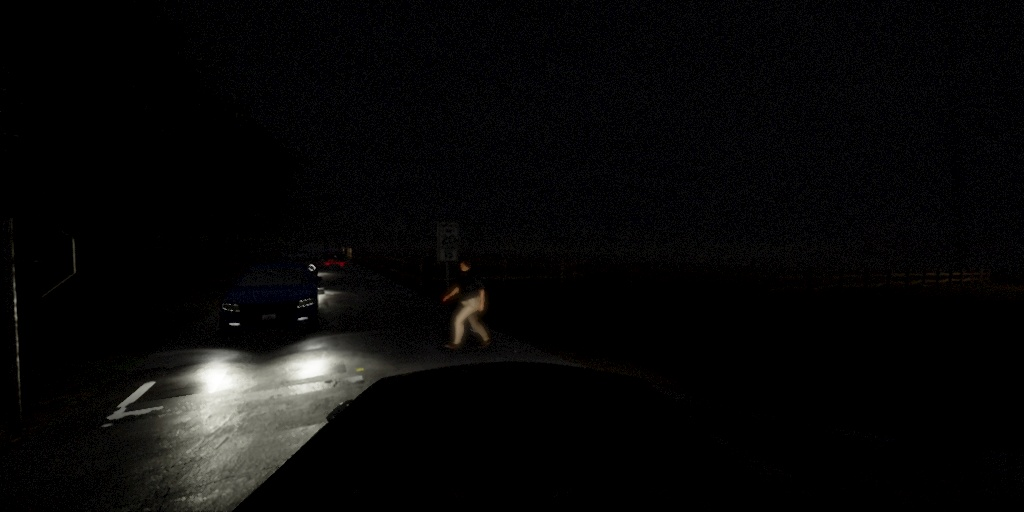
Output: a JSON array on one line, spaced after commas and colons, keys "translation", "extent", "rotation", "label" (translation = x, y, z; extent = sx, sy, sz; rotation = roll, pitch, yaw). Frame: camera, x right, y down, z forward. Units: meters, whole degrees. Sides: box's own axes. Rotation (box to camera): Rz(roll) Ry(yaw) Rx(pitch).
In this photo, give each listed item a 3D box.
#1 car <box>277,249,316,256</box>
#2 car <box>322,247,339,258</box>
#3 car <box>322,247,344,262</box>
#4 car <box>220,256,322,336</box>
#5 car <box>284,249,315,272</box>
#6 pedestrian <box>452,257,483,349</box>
[{"translation": [-11.124, 0.494, 18.323], "extent": [2.097, 1.767, 4.553], "rotation": [-1, 2, -29], "label": "car"}, {"translation": [-25.162, -0.516, 49.583], "extent": [1.837, 1.490, 4.892], "rotation": [-1, 2, -29], "label": "car"}, {"translation": [-20.261, -0.204, 40.780], "extent": [1.882, 1.535, 5.008], "rotation": [-1, 2, -29], "label": "car"}, {"translation": [-6.350, 0.937, 9.755], "extent": [1.882, 1.535, 5.008], "rotation": [-1, 2, -29], "label": "car"}, {"translation": [-16.424, 0.263, 27.845], "extent": [1.882, 1.535, 5.008], "rotation": [-1, 2, -29], "label": "car"}, {"translation": [-0.849, 0.888, 6.844], "extent": [0.375, 1.860, 0.375], "rotation": [-2, 4, -29], "label": "pedestrian"}]
